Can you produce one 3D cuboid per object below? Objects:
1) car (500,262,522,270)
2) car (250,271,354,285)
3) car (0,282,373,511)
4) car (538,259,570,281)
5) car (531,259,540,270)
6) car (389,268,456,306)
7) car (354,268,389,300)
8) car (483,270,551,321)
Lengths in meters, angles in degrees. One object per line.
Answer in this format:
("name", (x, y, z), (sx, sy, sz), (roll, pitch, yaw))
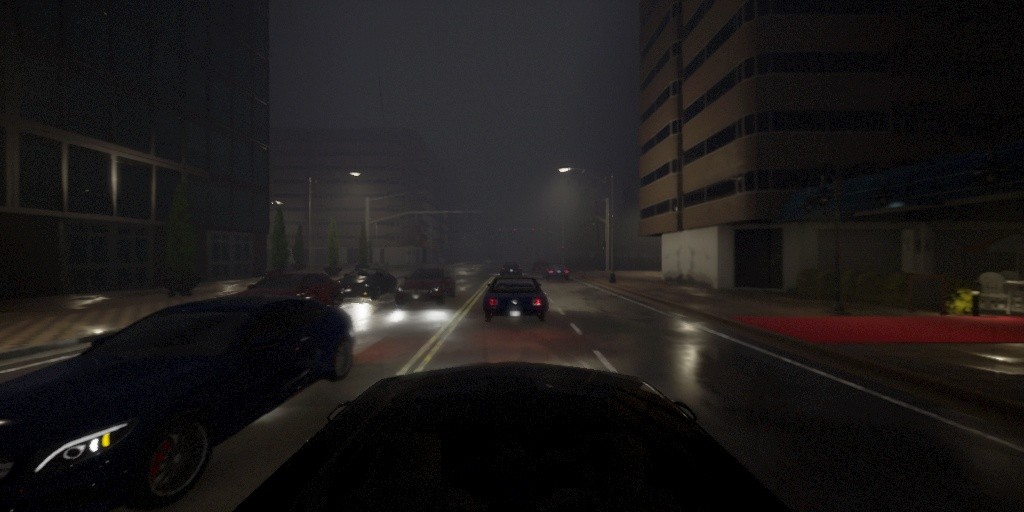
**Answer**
("car", (-0.135, 1.256, 33.935), (1.994, 1.385, 4.181), (0, 0, -3))
("car", (-7.102, 1.260, 11.522), (1.812, 1.442, 4.674), (0, 0, 0))
("car", (-3.605, 1.272, 4.481), (1.812, 1.442, 4.674), (0, 0, 0))
("car", (3.588, 1.246, 29.783), (2.033, 1.411, 5.357), (0, 0, 0))
("car", (3.563, 1.115, 46.682), (1.882, 1.535, 5.008), (0, 0, 0))
("car", (-3.590, 1.251, 15.714), (1.812, 1.442, 4.674), (0, 0, 0))
("car", (-7.007, 1.287, 17.360), (1.994, 1.385, 4.181), (0, 0, 0))
("car", (0.095, 1.331, 12.323), (1.895, 1.301, 4.718), (0, 0, 0))
